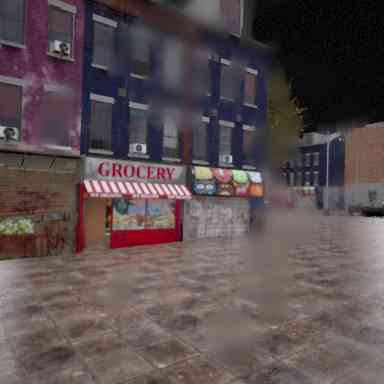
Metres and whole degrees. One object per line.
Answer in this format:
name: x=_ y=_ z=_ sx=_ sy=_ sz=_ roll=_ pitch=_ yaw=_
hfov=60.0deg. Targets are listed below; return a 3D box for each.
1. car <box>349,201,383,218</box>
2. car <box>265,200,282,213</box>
car: x=15.851 y=1.515 z=28.000 sx=1.882 sy=1.535 sz=5.008 roll=2 pitch=-2 yaw=-35
car: x=8.329 y=1.676 z=38.723 sx=1.812 sy=1.442 sz=4.674 roll=2 pitch=-2 yaw=-35
